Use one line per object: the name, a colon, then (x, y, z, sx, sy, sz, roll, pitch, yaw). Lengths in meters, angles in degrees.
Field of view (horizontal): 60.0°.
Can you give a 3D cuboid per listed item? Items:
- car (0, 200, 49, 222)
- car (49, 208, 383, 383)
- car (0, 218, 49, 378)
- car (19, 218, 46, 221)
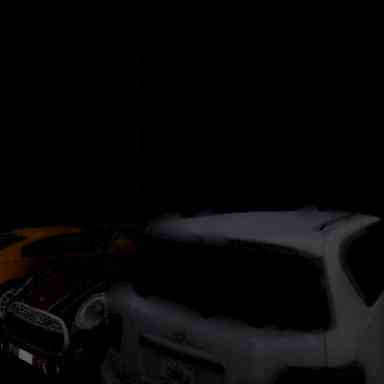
car: (-5.270, 1.241, 9.064, 2.435, 2.045, 5.566, 0, 0, 36)
car: (1.467, 1.231, 4.258, 2.435, 2.045, 5.566, 0, 0, 36)
car: (-0.677, 1.360, 5.790, 2.185, 1.767, 4.553, 0, 0, 36)
car: (-2.942, 1.489, 7.362, 2.097, 1.535, 5.008, 0, 0, 35)
